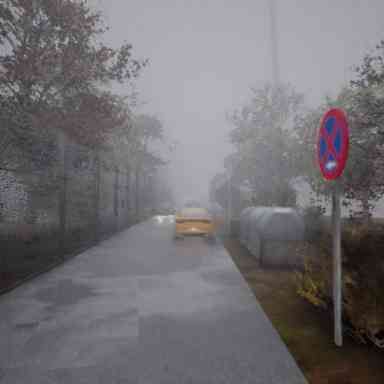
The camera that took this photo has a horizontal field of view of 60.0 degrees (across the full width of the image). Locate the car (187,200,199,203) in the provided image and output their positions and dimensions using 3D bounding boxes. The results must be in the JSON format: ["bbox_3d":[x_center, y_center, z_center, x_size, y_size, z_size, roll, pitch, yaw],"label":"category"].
[{"bbox_3d":[0.108,1.744,38.151,2.097,1.767,4.553,0,-1,0],"label":"car"}]

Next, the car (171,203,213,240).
[{"bbox_3d":[0.079,1.568,17.632,1.882,1.535,5.008,0,-1,0],"label":"car"}]

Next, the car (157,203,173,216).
[{"bbox_3d":[-2.836,1.951,37.869,1.994,1.385,4.181,0,-1,0],"label":"car"}]
